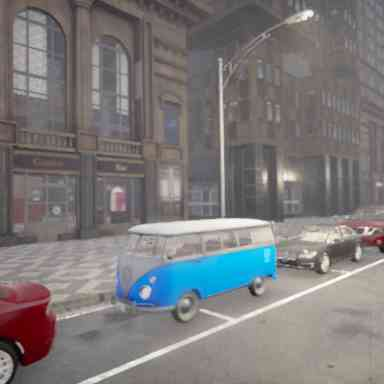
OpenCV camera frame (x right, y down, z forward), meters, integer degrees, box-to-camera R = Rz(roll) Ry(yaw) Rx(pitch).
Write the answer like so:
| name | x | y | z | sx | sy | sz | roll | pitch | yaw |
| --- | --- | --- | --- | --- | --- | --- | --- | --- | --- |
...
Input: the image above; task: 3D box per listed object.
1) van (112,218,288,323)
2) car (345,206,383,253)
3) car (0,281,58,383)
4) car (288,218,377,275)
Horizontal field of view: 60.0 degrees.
| name | x | y | z | sx | sy | sz | roll | pitch | yaw |
| --- | --- | --- | --- | --- | --- | --- | --- | --- | --- |
| van | 0.242 | 1.532 | 7.397 | 3.998 | 1.788 | 1.690 | 0 | -2 | -44 |
| car | 8.382 | 1.572 | 15.143 | 5.009 | 1.841 | 2.192 | 0 | -2 | -44 |
| car | -3.826 | 1.702 | 3.520 | 4.507 | 1.381 | 1.887 | 0 | -2 | -44 |
| car | 4.315 | 1.775 | 11.264 | 4.403 | 1.369 | 2.008 | 0 | -2 | -44 |
